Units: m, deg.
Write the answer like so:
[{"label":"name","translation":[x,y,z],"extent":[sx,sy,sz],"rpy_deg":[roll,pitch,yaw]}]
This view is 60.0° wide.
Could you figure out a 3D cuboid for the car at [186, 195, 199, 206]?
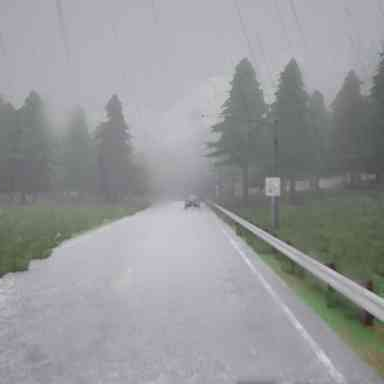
[{"label":"car","translation":[0.072,1.273,51.800],"extent":[1.837,1.490,4.892],"rpy_deg":[-1,0,0]}]

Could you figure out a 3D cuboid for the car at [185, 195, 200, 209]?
[{"label":"car","translation":[0.057,1.416,41.837],"extent":[1.895,1.301,4.718],"rpy_deg":[-1,0,0]}]
